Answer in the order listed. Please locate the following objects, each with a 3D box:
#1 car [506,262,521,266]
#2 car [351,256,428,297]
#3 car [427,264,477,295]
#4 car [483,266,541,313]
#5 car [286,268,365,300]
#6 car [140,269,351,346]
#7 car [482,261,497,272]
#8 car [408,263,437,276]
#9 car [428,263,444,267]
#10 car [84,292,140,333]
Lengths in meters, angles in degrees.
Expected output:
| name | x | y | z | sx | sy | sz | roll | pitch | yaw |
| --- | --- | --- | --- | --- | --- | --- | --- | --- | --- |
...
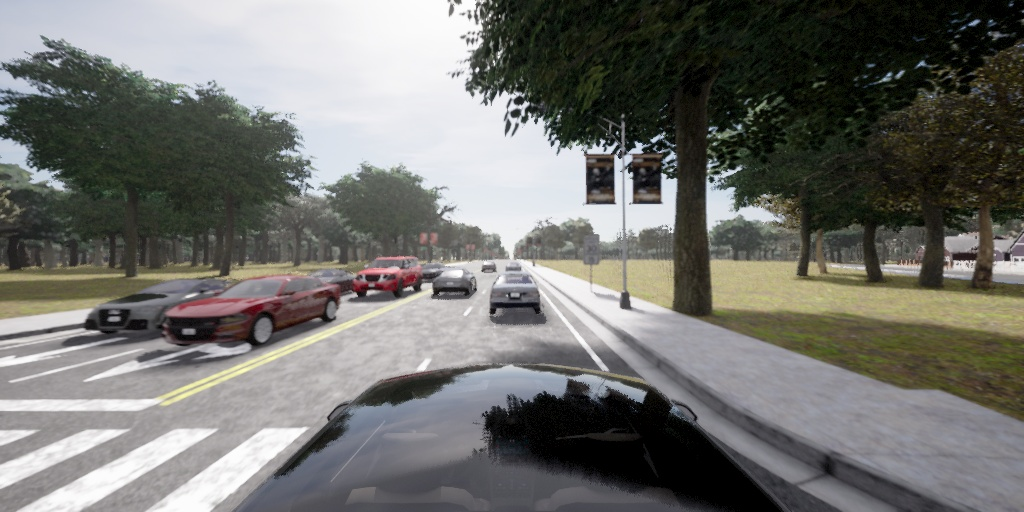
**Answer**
| name | x | y | z | sx | sy | sz | roll | pitch | yaw |
| --- | --- | --- | --- | --- | --- | --- | --- | --- | --- |
| car | 0.173 | 1.347 | 38.590 | 2.033 | 1.411 | 5.357 | 0 | 0 | 0 |
| car | -6.572 | 1.033 | 19.730 | 2.150 | 2.045 | 5.566 | 0 | 0 | 2 |
| car | -3.119 | 1.357 | 20.117 | 1.994 | 1.385 | 4.181 | 0 | 0 | 0 |
| car | 0.118 | 1.313 | 14.141 | 2.033 | 1.411 | 5.357 | 0 | 0 | 0 |
| car | -9.805 | 1.393 | 19.277 | 1.994 | 1.385 | 4.181 | 0 | 0 | 1 |
| car | -6.584 | 1.273 | 9.812 | 1.882 | 1.535 | 5.008 | 0 | 0 | 0 |
| car | -3.057 | 1.375 | 48.438 | 2.033 | 1.411 | 5.357 | 0 | 0 | 0 |
| car | -9.730 | 1.456 | 39.400 | 1.895 | 1.301 | 4.718 | 0 | 0 | 1 |
| car | -6.524 | 1.330 | 30.113 | 1.837 | 1.490 | 4.892 | 0 | 0 | 0 |
| car | -9.827 | 1.379 | 10.871 | 1.994 | 1.385 | 4.181 | 0 | 0 | 1 |
